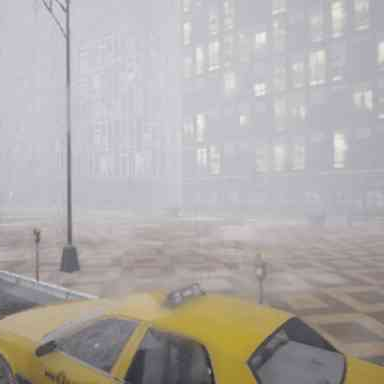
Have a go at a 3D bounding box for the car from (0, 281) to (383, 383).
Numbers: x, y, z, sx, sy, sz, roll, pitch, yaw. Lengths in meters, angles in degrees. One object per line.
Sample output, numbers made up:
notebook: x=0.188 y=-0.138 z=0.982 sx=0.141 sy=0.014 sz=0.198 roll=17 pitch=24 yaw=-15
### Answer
car: x=-0.292 y=1.522 z=3.097 sx=4.829 sy=1.417 sz=1.752 roll=0 pitch=-1 yaw=36
